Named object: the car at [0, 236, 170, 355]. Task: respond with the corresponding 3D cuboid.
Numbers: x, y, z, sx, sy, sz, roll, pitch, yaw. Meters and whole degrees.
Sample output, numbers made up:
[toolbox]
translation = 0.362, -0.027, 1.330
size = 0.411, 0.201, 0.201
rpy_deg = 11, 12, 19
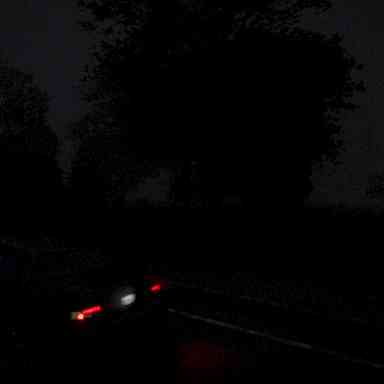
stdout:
[car]
translation = -2.930, 1.544, 6.080
size = 5.357, 1.411, 2.033
rpy_deg = 0, 0, 35
